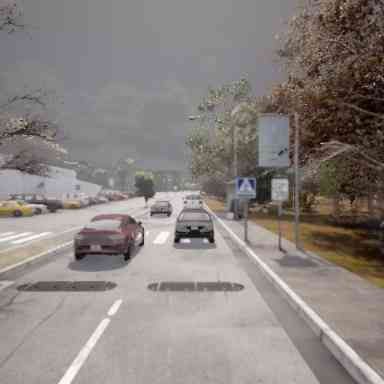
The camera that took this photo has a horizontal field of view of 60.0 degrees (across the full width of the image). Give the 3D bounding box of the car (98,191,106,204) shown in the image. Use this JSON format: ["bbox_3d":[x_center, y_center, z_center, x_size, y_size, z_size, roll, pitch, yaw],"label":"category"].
[{"bbox_3d":[-16.854,1.202,53.852,4.553,1.767,2.185,-1,1,-20],"label":"car"}]

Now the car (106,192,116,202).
[{"bbox_3d":[-16.810,1.241,59.865,5.008,1.535,2.097,-1,1,-20],"label":"car"}]

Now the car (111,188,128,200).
[{"bbox_3d":[-16.790,0.849,68.880,5.566,2.045,2.435,-1,1,-20],"label":"car"}]

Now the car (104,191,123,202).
[{"bbox_3d":[-16.787,1.175,65.881,4.792,1.488,2.163,-1,1,-20],"label":"car"}]

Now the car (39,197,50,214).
[{"bbox_3d":[-16.840,1.533,32.840,4.674,1.452,2.002,-1,0,-20],"label":"car"}]

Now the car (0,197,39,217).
[{"bbox_3d":[-17.009,1.497,29.767,5.366,1.575,1.946,-1,0,-20],"label":"car"}]

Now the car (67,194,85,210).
[{"bbox_3d":[-16.658,1.446,41.914,5.366,1.575,1.946,-1,0,-20],"label":"car"}]

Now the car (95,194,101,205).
[{"bbox_3d":[-16.826,1.409,50.866,4.674,1.452,2.002,-1,0,-20],"label":"car"}]

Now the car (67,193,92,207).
[{"bbox_3d":[-16.856,1.178,44.839,5.566,2.045,2.435,-1,1,-20],"label":"car"}]

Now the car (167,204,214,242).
[{"bbox_3d":[0.101,1.553,16.406,2.033,1.411,5.357,0,0,0],"label":"car"}]

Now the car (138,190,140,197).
[{"bbox_3d":[-16.770,0.748,86.876,4.553,1.767,2.185,-1,1,-20],"label":"car"}]

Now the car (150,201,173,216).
[{"bbox_3d":[-2.898,1.551,32.151,2.033,1.411,5.357,0,0,0],"label":"car"}]

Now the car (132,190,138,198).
[{"bbox_3d":[-16.831,0.689,80.849,5.566,2.045,2.435,-1,1,-20],"label":"car"}]

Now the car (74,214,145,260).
[{"bbox_3d":[-2.908,1.530,12.365,1.812,1.442,4.674,0,0,0],"label":"car"}]

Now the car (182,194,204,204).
[{"bbox_3d":[0.102,1.212,36.844,2.150,2.045,5.566,0,0,0],"label":"car"}]

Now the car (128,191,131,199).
[{"bbox_3d":[-16.635,1.050,71.935,5.366,1.575,1.946,-1,1,-20],"label":"car"}]

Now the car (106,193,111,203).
[{"bbox_3d":[-16.822,1.326,56.865,4.674,1.452,2.002,-1,1,-20],"label":"car"}]

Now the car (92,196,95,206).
[{"bbox_3d":[-16.851,1.429,47.841,4.792,1.488,2.163,-1,1,-20],"label":"car"}]

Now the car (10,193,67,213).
[{"bbox_3d":[-16.811,1.235,35.859,5.566,2.045,2.435,-1,0,-20],"label":"car"}]
